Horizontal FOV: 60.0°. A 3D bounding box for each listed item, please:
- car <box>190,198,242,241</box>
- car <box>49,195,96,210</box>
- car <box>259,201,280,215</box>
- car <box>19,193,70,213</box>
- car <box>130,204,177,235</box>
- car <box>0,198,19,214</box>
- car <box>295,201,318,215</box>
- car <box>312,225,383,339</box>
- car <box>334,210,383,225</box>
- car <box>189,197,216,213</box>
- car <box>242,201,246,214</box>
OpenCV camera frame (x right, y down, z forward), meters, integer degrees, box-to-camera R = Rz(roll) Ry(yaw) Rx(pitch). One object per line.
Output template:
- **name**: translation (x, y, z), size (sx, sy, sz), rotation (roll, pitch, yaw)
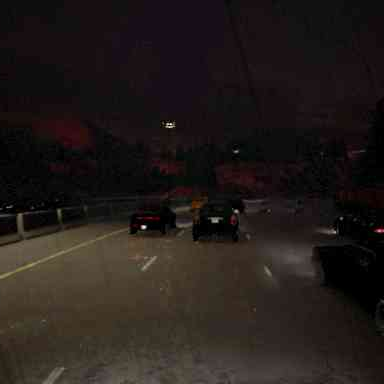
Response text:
- **car**: translation (1.265, 1.296, 16.680), size (2.097, 1.767, 4.553), rotation (0, 0, 7)
- **car**: translation (-10.756, 1.367, 31.283), size (2.128, 1.511, 4.902), rotation (0, 0, 12)
- **car**: translation (7.704, 1.498, 33.086), size (1.895, 1.301, 4.718), rotation (0, 0, 13)
- **car**: translation (-14.002, 1.086, 33.020), size (2.150, 2.045, 5.566), rotation (0, 0, 12)
- **car**: translation (-2.038, 1.437, 18.546), size (1.837, 1.490, 4.892), rotation (0, 0, 7)
- **car**: translation (-17.422, 1.361, 33.631), size (1.837, 1.490, 4.892), rotation (0, 0, 12)
- **car**: translation (11.348, 1.503, 33.259), size (1.895, 1.301, 4.718), rotation (0, 0, 14)
- **car**: translation (3.844, 1.585, 6.301), size (1.895, 1.301, 4.718), rotation (0, 0, 3)
- **car**: translation (8.047, 1.508, 14.977), size (2.033, 1.411, 5.357), rotation (0, 0, 7)
- **car**: translation (1.184, 1.356, 35.750), size (1.882, 1.535, 5.008), rotation (0, 0, 14)
- **car**: translation (4.471, 1.392, 34.474), size (1.837, 1.490, 4.892), rotation (0, 0, 14)
